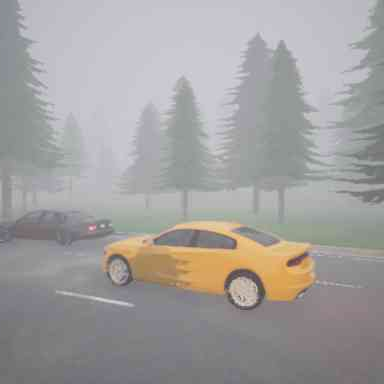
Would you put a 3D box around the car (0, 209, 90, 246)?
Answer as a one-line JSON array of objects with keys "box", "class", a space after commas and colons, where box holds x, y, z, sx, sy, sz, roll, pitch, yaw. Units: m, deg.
[{"box": [-6.034, 1.426, 14.245, 5.357, 1.411, 2.033, 0, 0, 17], "class": "car"}]

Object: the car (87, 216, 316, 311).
[{"box": [0.165, 1.416, 7.645, 5.008, 1.535, 1.882, 0, 0, 29], "class": "car"}]
